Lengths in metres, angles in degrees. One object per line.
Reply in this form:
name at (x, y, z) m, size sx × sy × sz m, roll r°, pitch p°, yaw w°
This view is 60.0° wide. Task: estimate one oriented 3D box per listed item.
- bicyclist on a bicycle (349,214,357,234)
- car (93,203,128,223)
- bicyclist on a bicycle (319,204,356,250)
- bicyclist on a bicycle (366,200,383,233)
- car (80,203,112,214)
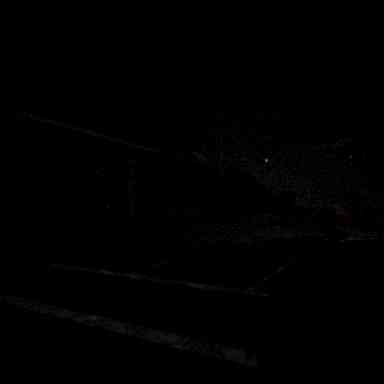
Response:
bicyclist on a bicycle at (7.098, 1.405, 16.139) m, size 1.656 × 1.620 × 0.582 m, roll -2°, pitch -1°, yaw 29°
car at (-7.334, 1.944, 30.917) m, size 3.866 × 1.878 × 1.905 m, roll -2°, pitch -1°, yaw 31°
bicyclist on a bicycle at (5.305, 1.355, 12.681) m, size 1.656 × 1.620 × 0.582 m, roll 0°, pitch -21°, yaw -41°
bicyclist on a bicycle at (9.241, 1.210, 15.961) m, size 1.656 × 1.620 × 0.582 m, roll -2°, pitch -1°, yaw 33°
car at (-15.292, 2.599, 53.108) m, size 4.902 × 1.511 × 2.128 m, roll -2°, pitch -1°, yaw 32°
